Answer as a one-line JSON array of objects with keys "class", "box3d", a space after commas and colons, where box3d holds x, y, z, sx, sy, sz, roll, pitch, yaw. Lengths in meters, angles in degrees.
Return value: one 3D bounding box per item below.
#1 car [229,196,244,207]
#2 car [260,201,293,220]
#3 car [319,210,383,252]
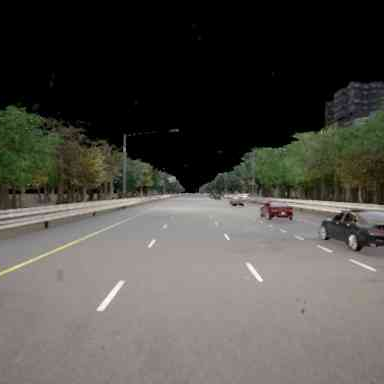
[{"class": "car", "box3d": [7.052, 1.645, 53.577, 1.895, 1.301, 4.718, 0, 0, 0]}, {"class": "car", "box3d": [6.998, 1.508, 27.988, 1.882, 1.535, 5.008, 0, 0, 0]}, {"class": "car", "box3d": [6.997, 1.509, 13.982, 1.837, 1.490, 4.892, 0, 0, 0]}]
